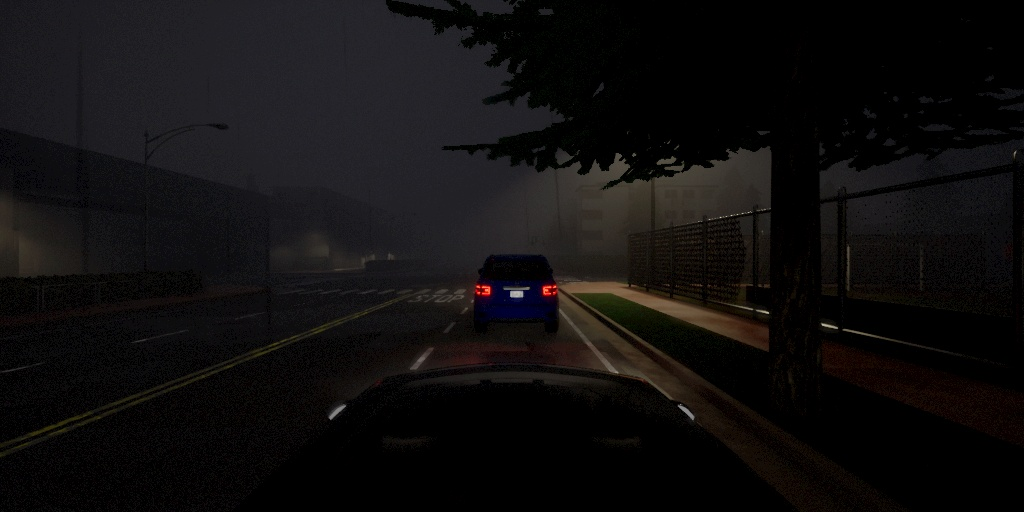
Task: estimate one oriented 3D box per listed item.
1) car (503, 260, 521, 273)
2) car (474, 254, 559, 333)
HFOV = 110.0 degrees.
[{"bbox_3d":[0.013,1.241,45.771,2.128,1.511,4.902,0,0,0],"label":"car"},{"bbox_3d":[0.113,0.972,10.933,2.150,2.045,5.566,0,0,0],"label":"car"}]
